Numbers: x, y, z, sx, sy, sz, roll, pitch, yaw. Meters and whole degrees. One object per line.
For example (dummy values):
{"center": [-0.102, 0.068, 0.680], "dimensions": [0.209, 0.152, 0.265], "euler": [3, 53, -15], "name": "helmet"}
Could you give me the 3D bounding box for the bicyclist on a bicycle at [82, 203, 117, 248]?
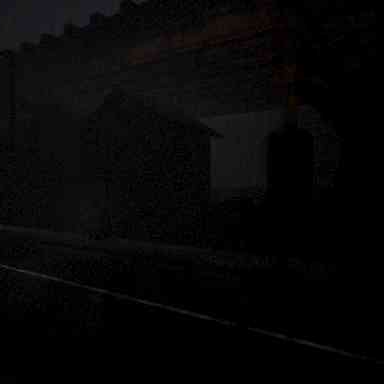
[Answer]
{"center": [-3.423, 1.212, 12.414], "dimensions": [0.582, 1.620, 1.656], "euler": [0, 1, 34], "name": "bicyclist on a bicycle"}
